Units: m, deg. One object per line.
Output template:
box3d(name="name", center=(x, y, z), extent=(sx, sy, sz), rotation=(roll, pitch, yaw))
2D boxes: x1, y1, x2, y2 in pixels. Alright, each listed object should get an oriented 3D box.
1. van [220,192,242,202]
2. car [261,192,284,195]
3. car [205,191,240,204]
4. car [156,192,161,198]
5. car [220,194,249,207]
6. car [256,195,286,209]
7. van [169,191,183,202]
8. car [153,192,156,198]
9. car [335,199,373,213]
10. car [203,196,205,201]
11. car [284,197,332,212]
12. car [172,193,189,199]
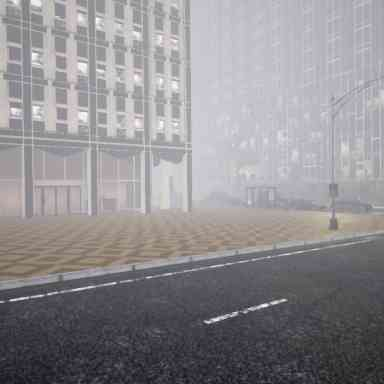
box3d(name="van", center=(6.958, 0.855, 60.103), extent=(1.690, 1.788, 3.998), rotation=(0, 1, -34))
box3d(name="car", center=(10.962, 0.971, 43.937), extent=(2.150, 2.045, 5.566), rotation=(-1, 1, -34))
box3d(name="car", center=(4.936, 0.869, 52.793), extent=(2.150, 2.045, 5.566), rotation=(-1, 2, -34))
box3d(name="car", center=(-5.848, 0.614, 78.887), extent=(2.192, 1.841, 5.009), rotation=(0, 1, -34))
box3d(name="car", center=(6.392, 1.319, 45.966), extent=(1.947, 1.339, 4.313), rotation=(0, 1, -34))
box3d(name="car", center=(9.546, 1.387, 41.238), extent=(1.802, 1.307, 4.206), rotation=(0, 1, -34))
box3d(name="van", center=(-3.167, 0.937, 60.080), extent=(1.690, 1.788, 3.998), rotation=(0, 1, -34))
box3d(name="car", center=(-9.050, 0.686, 83.584), extent=(1.967, 1.590, 4.097), rotation=(0, 1, -34))
box3d(name="car", center=(16.820, 1.407, 35.348), extent=(1.994, 1.385, 4.181), rotation=(-1, 1, -34))
box3d(name="car", center=(3.757, 1.043, 64.802), extent=(1.802, 1.307, 4.206), rotation=(0, 1, -34))
box3d(name="car", center=(12.733, 1.423, 36.530), extent=(1.947, 1.339, 4.313), rotation=(0, 1, -34))
box3d(name="car", center=(-2.646, 0.935, 74.194), extent=(1.802, 1.307, 4.206), rotation=(0, 1, -34))
